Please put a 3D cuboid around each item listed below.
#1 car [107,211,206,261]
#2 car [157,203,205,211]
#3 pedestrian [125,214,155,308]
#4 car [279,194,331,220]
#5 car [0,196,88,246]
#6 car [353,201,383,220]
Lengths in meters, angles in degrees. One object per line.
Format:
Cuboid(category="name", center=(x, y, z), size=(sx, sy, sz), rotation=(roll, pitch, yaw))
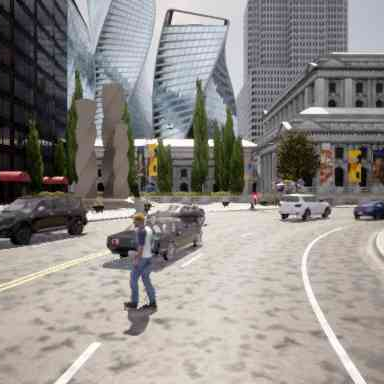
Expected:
Cuboid(category="car", center=(-1.093, 1.601, 12.405), size=(1.895, 1.301, 4.718), rotation=(0, 0, 19))
Cuboid(category="car", center=(-0.934, 1.491, 21.023), size=(2.128, 1.511, 4.902), rotation=(0, 0, 32))
Cuboid(category="pedestrian", center=(-1.001, 1.294, 6.417), size=(0.375, 1.860, 0.375), rotation=(0, 0, 11))
Cuboid(category="car", center=(9.533, 1.221, 28.007), size=(5.566, 2.045, 2.150), rotation=(0, 0, -42))
Cuboid(category="car", center=(-7.400, 1.221, 15.938), size=(2.150, 2.045, 5.566), rotation=(0, 0, 22))
Cuboid(category="car", center=(15.439, 1.526, 28.005), size=(4.674, 1.442, 1.812), rotation=(0, 0, -34))
